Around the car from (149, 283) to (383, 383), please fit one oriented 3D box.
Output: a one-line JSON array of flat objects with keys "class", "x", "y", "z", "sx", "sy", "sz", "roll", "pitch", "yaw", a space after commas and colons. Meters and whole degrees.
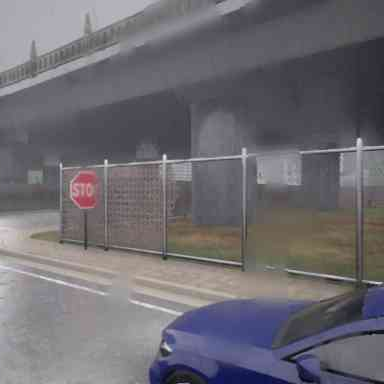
[{"class": "car", "x": 1.768, "y": 1.526, "z": 2.677, "sx": 4.674, "sy": 1.442, "sz": 1.812, "roll": 0, "pitch": 0, "yaw": 35}]
